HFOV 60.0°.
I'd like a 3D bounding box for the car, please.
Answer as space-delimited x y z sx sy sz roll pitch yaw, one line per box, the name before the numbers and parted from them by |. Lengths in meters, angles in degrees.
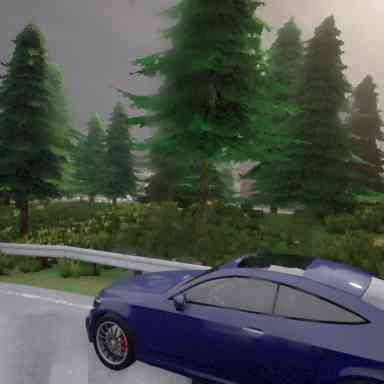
car | 0.796 1.499 4.072 4.674 1.442 1.812 1 1 31
